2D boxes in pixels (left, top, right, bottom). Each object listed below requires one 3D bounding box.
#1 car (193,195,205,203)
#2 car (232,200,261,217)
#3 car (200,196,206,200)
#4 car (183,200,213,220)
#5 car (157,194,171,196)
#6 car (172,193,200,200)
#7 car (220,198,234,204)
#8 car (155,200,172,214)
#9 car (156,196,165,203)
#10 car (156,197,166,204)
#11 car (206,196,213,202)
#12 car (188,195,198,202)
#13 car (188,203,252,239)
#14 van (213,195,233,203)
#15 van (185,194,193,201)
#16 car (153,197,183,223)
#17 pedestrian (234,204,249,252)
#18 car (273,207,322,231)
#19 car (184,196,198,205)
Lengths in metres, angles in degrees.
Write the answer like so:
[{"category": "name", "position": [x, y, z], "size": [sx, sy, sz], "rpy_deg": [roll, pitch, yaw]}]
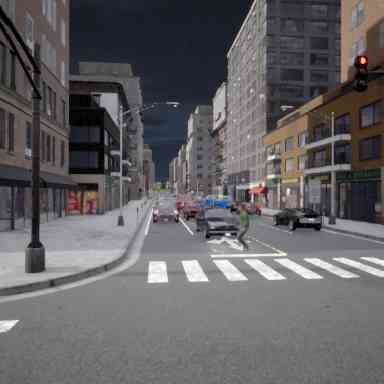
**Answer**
[{"category": "car", "position": [1.441, 1.547, 70.157], "size": [1.967, 1.590, 4.097], "rpy_deg": [0, 0, -6]}, {"category": "car", "position": [5.396, 1.629, 31.786], "size": [1.802, 1.307, 4.206], "rpy_deg": [0, 0, -6]}, {"category": "car", "position": [0.803, 1.663, 51.630], "size": [1.895, 1.301, 4.718], "rpy_deg": [0, 0, -6]}, {"category": "car", "position": [0.282, 1.621, 27.871], "size": [1.895, 1.301, 4.718], "rpy_deg": [0, 0, -6]}, {"category": "car", "position": [-4.846, 1.481, 52.889], "size": [1.967, 1.590, 4.097], "rpy_deg": [0, 0, -6]}, {"category": "car", "position": [-0.772, 1.252, 38.371], "size": [2.150, 2.045, 5.566], "rpy_deg": [0, 0, -5]}, {"category": "car", "position": [4.831, 1.619, 37.267], "size": [1.947, 1.339, 4.313], "rpy_deg": [0, 0, -6]}, {"category": "car", "position": [-3.152, 1.599, 36.444], "size": [1.802, 1.307, 4.206], "rpy_deg": [0, 0, -6]}, {"category": "car", "position": [-7.107, 1.626, 74.816], "size": [1.887, 1.381, 4.507], "rpy_deg": [0, 0, -6]}, {"category": "car", "position": [-5.977, 1.612, 63.852], "size": [2.008, 1.369, 4.403], "rpy_deg": [0, 0, -6]}, {"category": "car", "position": [3.701, 1.618, 48.230], "size": [2.008, 1.369, 4.403], "rpy_deg": [0, 0, -6]}, {"category": "car", "position": [0.311, 1.568, 81.122], "size": [1.967, 1.590, 4.097], "rpy_deg": [0, 0, -6]}, {"category": "car", "position": [1.295, 1.561, 17.881], "size": [2.033, 1.411, 5.357], "rpy_deg": [0, 0, -8]}, {"category": "van", "position": [4.267, 1.401, 42.749], "size": [1.690, 1.788, 3.998], "rpy_deg": [0, 0, -6]}, {"category": "van", "position": [-0.818, 1.488, 92.085], "size": [1.690, 1.788, 3.998], "rpy_deg": [0, 0, -6]}, {"category": "car", "position": [-2.021, 1.447, 25.481], "size": [1.967, 1.590, 4.097], "rpy_deg": [0, 0, -6]}, {"category": "pedestrian", "position": [1.901, 1.304, 12.341], "size": [0.375, 1.860, 0.375], "rpy_deg": [0, 0, -6]}, {"category": "car", "position": [6.526, 1.606, 20.821], "size": [1.947, 1.339, 4.313], "rpy_deg": [0, 0, -6]}, {"category": "car", "position": [-0.235, 1.572, 61.678], "size": [2.128, 1.511, 4.902], "rpy_deg": [0, 0, -6]}]
